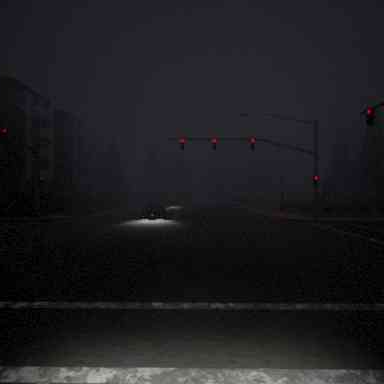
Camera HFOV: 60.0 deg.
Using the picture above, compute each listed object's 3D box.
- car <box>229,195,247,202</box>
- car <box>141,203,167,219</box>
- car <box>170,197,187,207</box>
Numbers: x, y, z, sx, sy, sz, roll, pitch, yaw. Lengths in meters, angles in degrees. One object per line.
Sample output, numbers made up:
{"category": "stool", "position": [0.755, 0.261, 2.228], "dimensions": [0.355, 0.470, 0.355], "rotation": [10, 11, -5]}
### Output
{"category": "car", "position": [10.323, 1.373, 75.148], "dimensions": [2.097, 1.767, 4.553], "rotation": [0, 0, 44]}
{"category": "car", "position": [-3.193, 1.624, 28.514], "dimensions": [1.994, 1.385, 4.181], "rotation": [0, 1, -1]}
{"category": "car", "position": [-2.126, 1.557, 53.123], "dimensions": [2.128, 1.511, 4.902], "rotation": [0, 1, 13]}
